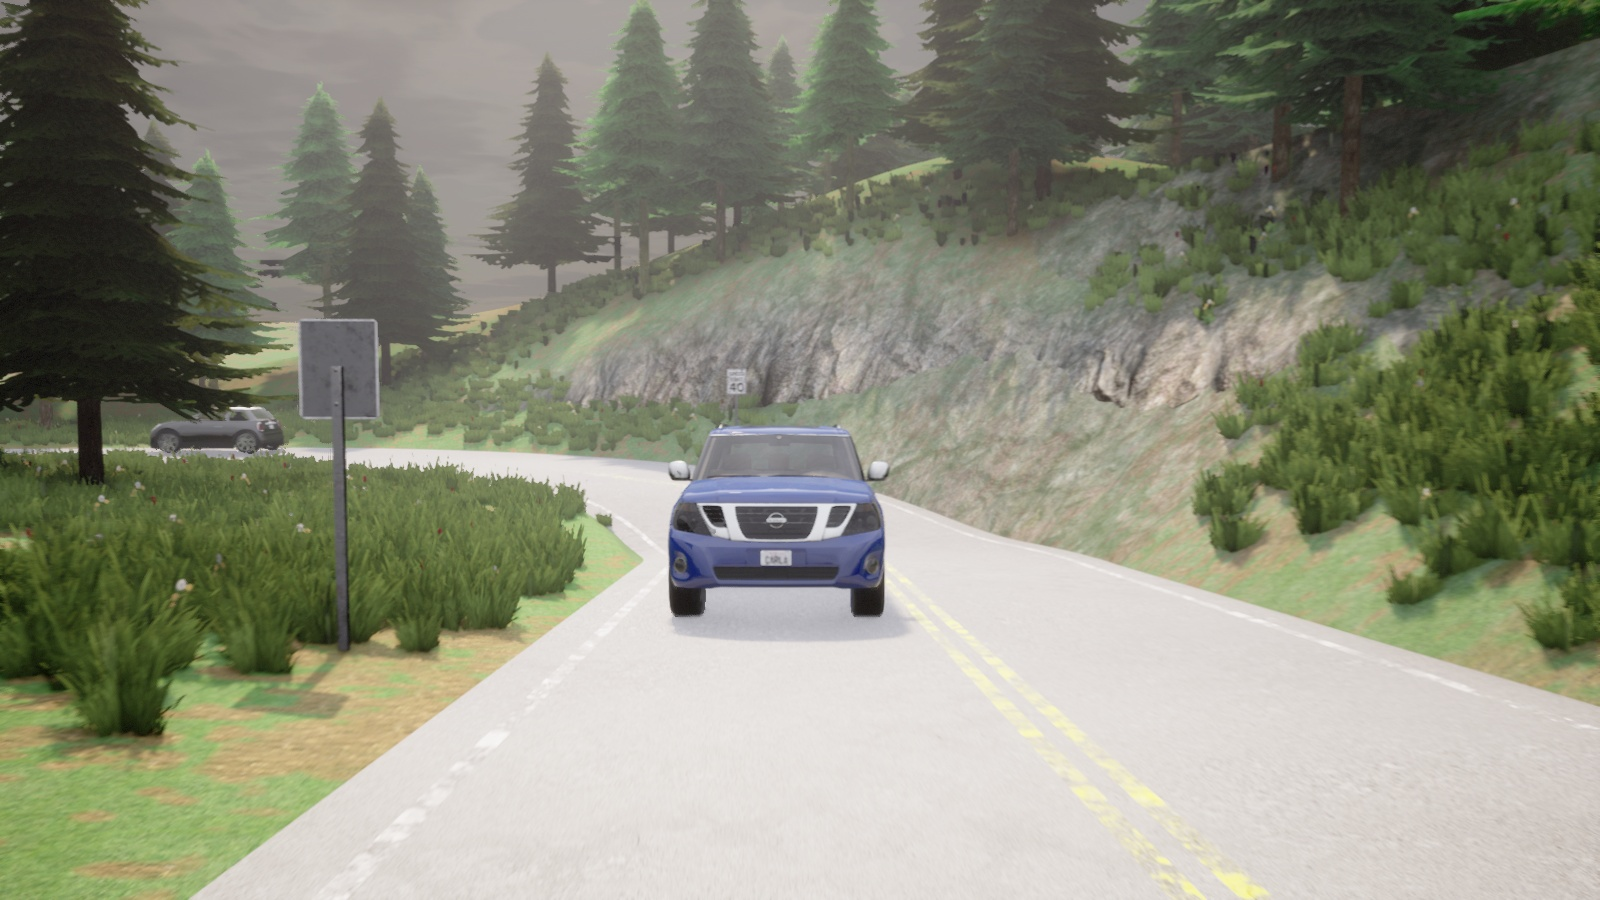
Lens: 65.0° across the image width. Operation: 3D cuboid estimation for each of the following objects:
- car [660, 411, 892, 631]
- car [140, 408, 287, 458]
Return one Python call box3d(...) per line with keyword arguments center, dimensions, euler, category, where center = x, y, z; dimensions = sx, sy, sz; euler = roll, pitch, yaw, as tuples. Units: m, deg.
box3d(center=(-0.234, 0.699, 14.512), dimensions=(2.150, 2.045, 5.566), euler=(0, -1, 0), category="car")
box3d(center=(-18.983, -0.563, 40.771), dimensions=(3.806, 1.475, 1.970), euler=(0, 4, 1), category="car")
